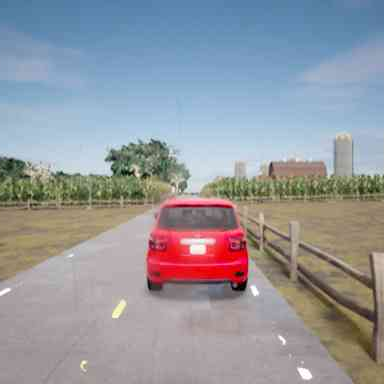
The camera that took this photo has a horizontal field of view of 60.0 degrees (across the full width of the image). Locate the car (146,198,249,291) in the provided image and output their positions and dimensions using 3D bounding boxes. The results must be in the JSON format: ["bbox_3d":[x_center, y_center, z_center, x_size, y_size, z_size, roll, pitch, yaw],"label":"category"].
[{"bbox_3d":[0.117,1.155,8.955,2.150,2.045,5.566,0,0,0],"label":"car"}]

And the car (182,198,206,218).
[{"bbox_3d":[0.161,1.279,28.123,1.837,1.490,4.892,0,1,0],"label":"car"}]
